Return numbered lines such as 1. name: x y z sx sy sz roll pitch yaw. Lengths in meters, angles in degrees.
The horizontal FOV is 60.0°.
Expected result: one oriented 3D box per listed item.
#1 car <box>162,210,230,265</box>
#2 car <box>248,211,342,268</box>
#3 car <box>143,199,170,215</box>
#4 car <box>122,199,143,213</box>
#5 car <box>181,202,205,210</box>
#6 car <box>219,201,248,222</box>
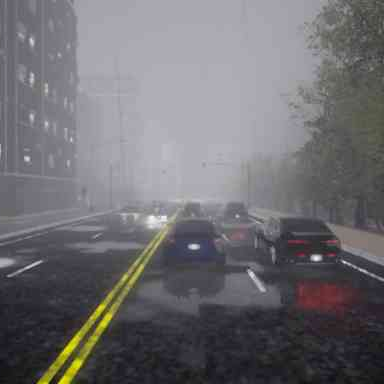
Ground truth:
1. car: 0.070 1.559 11.667 1.994 1.385 4.181 0 0 0
2. car: 3.316 1.501 11.246 1.837 1.490 4.892 0 0 0
3. car: -3.325 1.487 33.890 2.128 1.511 4.902 0 0 0
4. car: -6.548 1.542 37.685 2.033 1.411 5.357 0 0 0
5. car: 0.068 1.519 26.960 1.812 1.442 4.674 0 0 0
6. car: 3.314 1.498 26.412 1.837 1.490 4.892 0 0 0
